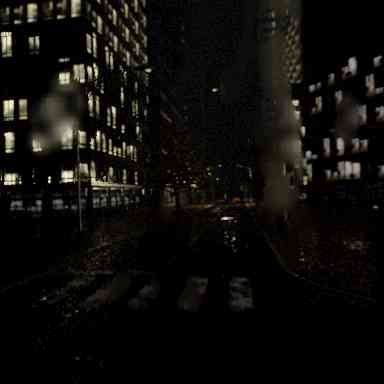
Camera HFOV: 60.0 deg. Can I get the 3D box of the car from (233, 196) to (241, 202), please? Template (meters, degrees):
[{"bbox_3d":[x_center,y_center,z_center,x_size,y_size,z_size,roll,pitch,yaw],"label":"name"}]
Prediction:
[{"bbox_3d":[12.613,2.063,93.680,1.882,1.535,5.008,-2,-1,8],"label":"car"}]
